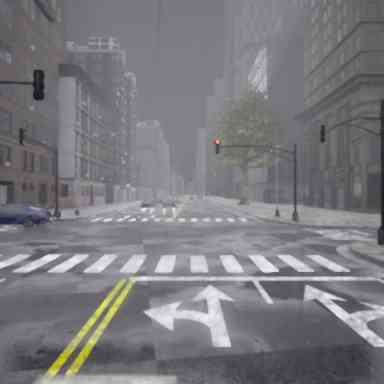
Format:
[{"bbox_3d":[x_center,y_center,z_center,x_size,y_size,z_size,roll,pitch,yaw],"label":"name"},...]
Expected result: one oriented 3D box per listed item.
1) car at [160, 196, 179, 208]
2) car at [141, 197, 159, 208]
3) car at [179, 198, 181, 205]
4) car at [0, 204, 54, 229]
[{"bbox_3d":[-3.438,1.690,51.280,1.837,1.490,4.892,0,0,0],"label":"car"},{"bbox_3d":[-6.688,1.750,51.342,1.994,1.385,4.181,0,0,0],"label":"car"},{"bbox_3d":[-3.399,1.571,67.671,2.097,1.767,4.553,0,0,0],"label":"car"},{"bbox_3d":[-11.091,1.479,20.789,4.674,1.442,1.812,1,-1,0],"label":"car"}]
